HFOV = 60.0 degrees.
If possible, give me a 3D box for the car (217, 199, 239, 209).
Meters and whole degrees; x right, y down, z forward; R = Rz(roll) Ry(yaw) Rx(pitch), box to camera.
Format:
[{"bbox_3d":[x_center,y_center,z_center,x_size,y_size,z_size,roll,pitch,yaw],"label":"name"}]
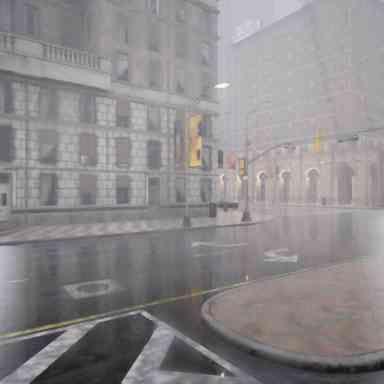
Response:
[{"bbox_3d":[4.027,1.601,43.907,1.895,1.301,4.718,0,0,-36],"label":"car"}]
